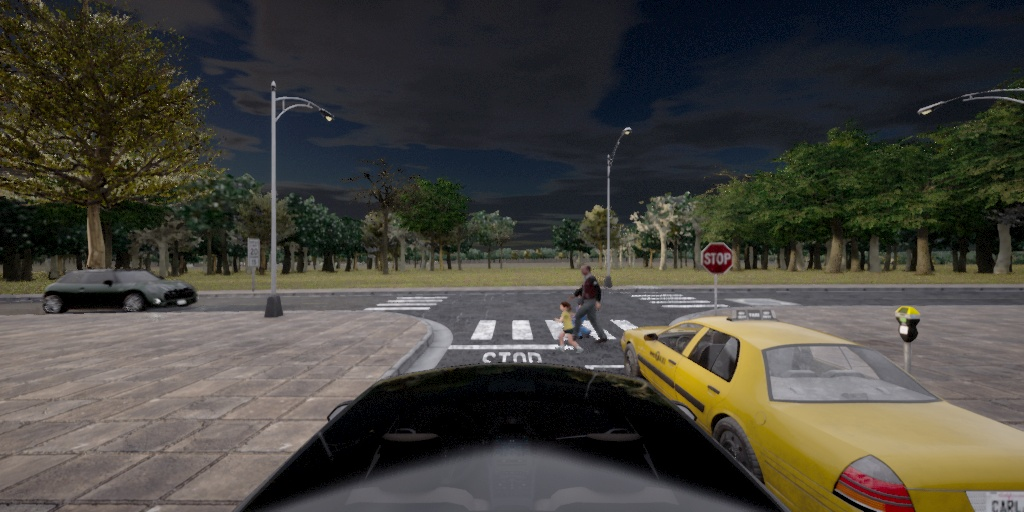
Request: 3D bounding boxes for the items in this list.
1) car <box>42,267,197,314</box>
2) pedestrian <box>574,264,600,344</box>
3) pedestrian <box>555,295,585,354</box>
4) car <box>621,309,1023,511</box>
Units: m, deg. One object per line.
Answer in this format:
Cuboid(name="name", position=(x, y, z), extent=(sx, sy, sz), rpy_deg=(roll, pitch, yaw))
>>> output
Cuboid(name="car", position=(-15.393, 1.286, 14.271), extent=(4.553, 1.767, 2.097), rpy_deg=(-1, 0, 0))
Cuboid(name="pedestrian", position=(1.679, 1.043, 8.061), extent=(0.375, 1.860, 0.375), rpy_deg=(0, 0, 0))
Cuboid(name="pedestrian", position=(1.141, 1.423, 7.314), extent=(0.500, 1.100, 0.500), rpy_deg=(0, 0, 0))
Cuboid(name="car", position=(2.638, 1.275, 4.198), extent=(1.751, 1.417, 4.829), rpy_deg=(0, 0, 0))
